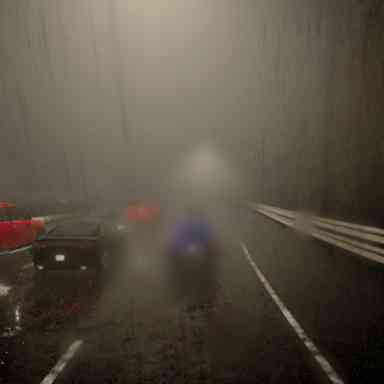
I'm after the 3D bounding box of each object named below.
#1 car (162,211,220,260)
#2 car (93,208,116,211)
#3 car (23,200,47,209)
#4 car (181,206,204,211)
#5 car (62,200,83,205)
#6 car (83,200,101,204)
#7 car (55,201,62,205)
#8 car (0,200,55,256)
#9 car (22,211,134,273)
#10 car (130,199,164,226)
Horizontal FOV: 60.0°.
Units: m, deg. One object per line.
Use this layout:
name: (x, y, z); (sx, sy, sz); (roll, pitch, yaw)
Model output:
car: (0.056, 1.681, 12.983); (1.812, 1.442, 4.674); (0, 0, 0)
car: (-6.950, 1.925, 26.682); (1.895, 1.301, 4.718); (0, -1, 1)
car: (-27.994, 2.252, 59.459); (1.837, 1.490, 4.892); (0, -1, 1)
car: (0.063, 1.866, 28.053); (1.812, 1.442, 4.674); (0, 0, 0)
car: (-20.998, 2.234, 59.987); (1.882, 1.535, 5.008); (0, -1, 1)
car: (-17.505, 2.236, 60.143); (1.882, 1.535, 5.008); (0, -1, 1)
car: (-24.494, 2.281, 59.921); (1.812, 1.442, 4.674); (0, -1, 1)
car: (-6.959, 1.357, 11.153); (2.150, 2.045, 5.566); (0, 0, 1)
car: (-3.458, 1.613, 11.256); (1.882, 1.535, 5.008); (0, -1, 0)
car: (-3.454, 1.540, 26.133); (2.150, 2.045, 5.566); (0, 0, 1)
